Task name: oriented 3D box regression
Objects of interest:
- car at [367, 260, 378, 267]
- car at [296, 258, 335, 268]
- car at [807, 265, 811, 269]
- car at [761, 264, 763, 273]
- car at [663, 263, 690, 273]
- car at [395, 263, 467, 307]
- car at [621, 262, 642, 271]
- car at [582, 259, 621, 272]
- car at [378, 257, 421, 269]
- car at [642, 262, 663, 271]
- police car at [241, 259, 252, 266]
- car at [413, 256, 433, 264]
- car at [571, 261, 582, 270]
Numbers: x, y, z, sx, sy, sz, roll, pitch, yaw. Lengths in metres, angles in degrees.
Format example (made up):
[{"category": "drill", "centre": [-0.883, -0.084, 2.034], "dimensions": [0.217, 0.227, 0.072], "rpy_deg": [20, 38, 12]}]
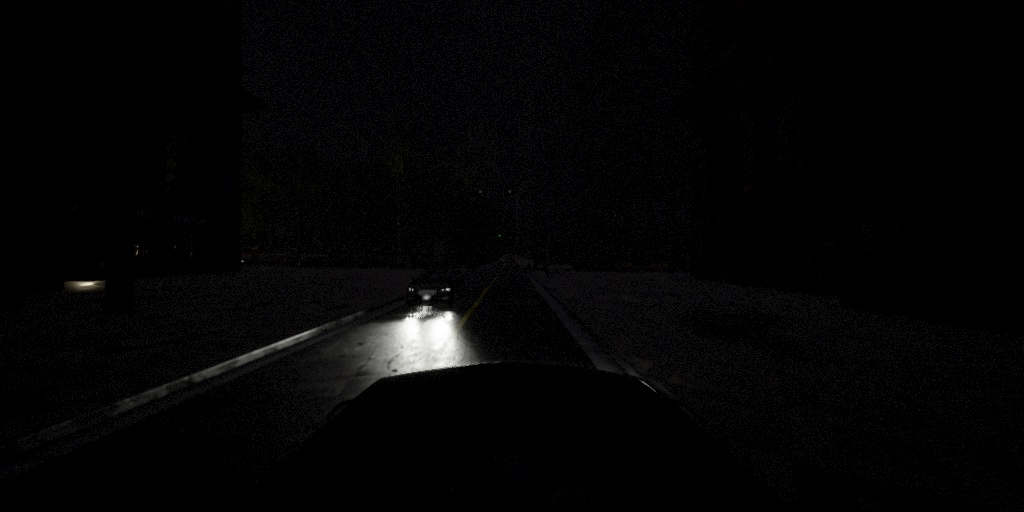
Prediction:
[{"category": "car", "centre": [-20.480, 1.071, 56.366], "dimensions": [4.507, 1.381, 1.888], "rpy_deg": [0, 0, 0]}, {"category": "car", "centre": [-26.021, 0.961, 47.859], "dimensions": [4.313, 1.339, 1.948], "rpy_deg": [0, 0, 0]}, {"category": "car", "centre": [39.565, 1.880, 47.644], "dimensions": [4.207, 1.307, 1.802], "rpy_deg": [0, 0, 0]}, {"category": "car", "centre": [34.024, 1.795, 47.662], "dimensions": [4.313, 1.339, 1.948], "rpy_deg": [0, 0, 0]}, {"category": "car", "centre": [22.944, 1.653, 47.699], "dimensions": [4.313, 1.339, 1.948], "rpy_deg": [0, 0, 0]}, {"category": "car", "centre": [-3.096, 1.241, 15.428], "dimensions": [2.128, 1.511, 4.902], "rpy_deg": [0, 0, 0]}, {"category": "car", "centre": [17.253, 1.588, 56.243], "dimensions": [4.829, 1.417, 1.751], "rpy_deg": [0, 0, 0]}, {"category": "car", "centre": [11.864, 1.379, 47.735], "dimensions": [4.097, 1.591, 1.967], "rpy_deg": [0, 0, 0]}, {"category": "car", "centre": [-14.973, 1.109, 47.823], "dimensions": [4.403, 1.370, 2.007], "rpy_deg": [0, 0, 0]}, {"category": "car", "centre": [22.793, 1.662, 56.225], "dimensions": [4.829, 1.417, 1.751], "rpy_deg": [0, 0, 0]}, {"category": "police car", "centre": [-39.604, 0.614, 50.670], "dimensions": [5.238, 1.638, 1.930], "rpy_deg": [1, 0, 0]}, {"category": "car", "centre": [-14.956, 0.922, 56.348], "dimensions": [5.009, 1.841, 2.192], "rpy_deg": [0, 0, 0]}, {"category": "car", "centre": [11.882, 1.303, 56.260], "dimensions": [5.009, 1.841, 2.192], "rpy_deg": [0, 0, 0]}]
